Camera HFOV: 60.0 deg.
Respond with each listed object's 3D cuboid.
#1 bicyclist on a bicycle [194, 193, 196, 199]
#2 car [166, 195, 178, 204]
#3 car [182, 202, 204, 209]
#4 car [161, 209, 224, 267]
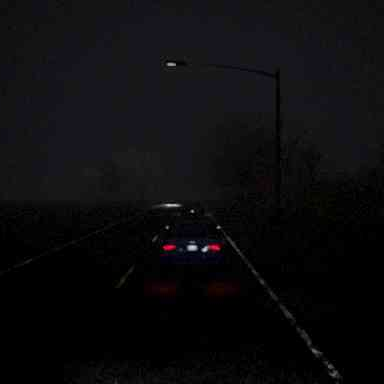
[{"bbox_3d":[0.973,1.251,94.469,0.582,1.620,1.656,0,0,0],"label":"bicyclist on a bicycle"},{"bbox_3d":[-3.540,1.374,59.987,2.128,1.511,4.902,0,0,1],"label":"car"},{"bbox_3d":[0.051,1.514,28.860,1.994,1.385,4.181,0,0,1],"label":"car"},{"bbox_3d":[0.027,1.529,11.351,2.033,1.411,5.357,0,0,1],"label":"car"}]
